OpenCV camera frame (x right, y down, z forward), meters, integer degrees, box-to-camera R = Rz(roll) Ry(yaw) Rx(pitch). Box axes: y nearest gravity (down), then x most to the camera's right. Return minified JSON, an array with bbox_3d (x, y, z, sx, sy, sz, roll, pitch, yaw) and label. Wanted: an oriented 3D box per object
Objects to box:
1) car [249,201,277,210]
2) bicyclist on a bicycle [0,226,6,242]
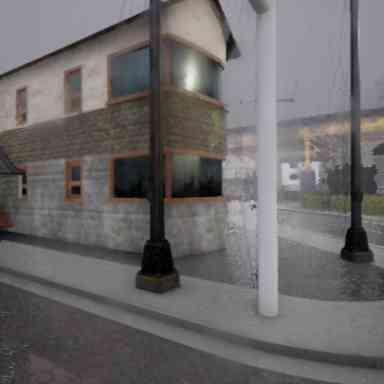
[{"bbox_3d":[8.680,1.702,41.194,1.895,1.301,4.718,0,0,-10],"label":"car"},{"bbox_3d":[-7.747,1.165,12.360,0.582,1.620,1.656,1,1,36],"label":"bicyclist on a bicycle"}]
